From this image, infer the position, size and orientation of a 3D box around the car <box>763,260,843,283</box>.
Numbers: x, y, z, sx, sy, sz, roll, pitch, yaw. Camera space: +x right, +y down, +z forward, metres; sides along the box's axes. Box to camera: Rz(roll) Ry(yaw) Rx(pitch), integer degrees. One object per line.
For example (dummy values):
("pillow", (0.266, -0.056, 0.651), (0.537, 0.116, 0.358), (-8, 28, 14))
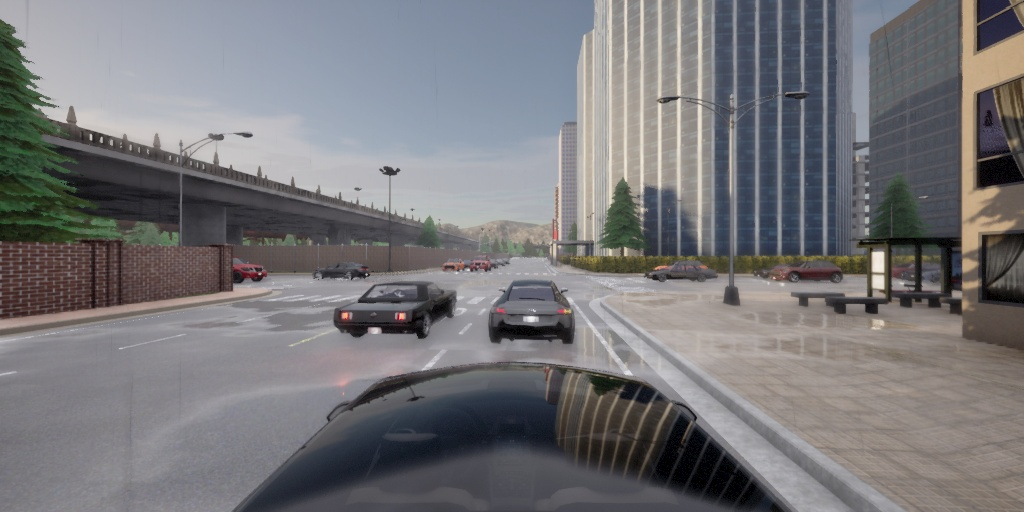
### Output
("car", (22.961, 1.157, 28.158), (4.553, 1.767, 2.097), (0, 0, 4))

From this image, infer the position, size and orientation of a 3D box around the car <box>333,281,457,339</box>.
("car", (-2.876, 1.351, 10.091), (1.895, 1.301, 4.718), (0, 0, 3))

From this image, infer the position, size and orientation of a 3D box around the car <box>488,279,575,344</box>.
("car", (0.557, 1.314, 9.633), (1.994, 1.385, 4.181), (0, 0, 4))

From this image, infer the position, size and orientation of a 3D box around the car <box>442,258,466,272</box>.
("car", (-7.534, 1.102, 46.595), (2.097, 1.767, 4.553), (0, 0, 5))

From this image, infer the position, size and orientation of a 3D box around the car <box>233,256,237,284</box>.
("car", (-22.268, 1.027, 24.244), (5.566, 2.045, 2.150), (0, 0, 4))

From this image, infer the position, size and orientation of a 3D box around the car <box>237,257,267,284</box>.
("car", (-22.133, 1.027, 27.750), (5.566, 2.045, 2.150), (0, 0, 4))

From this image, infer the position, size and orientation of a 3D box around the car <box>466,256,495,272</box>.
("car", (-4.000, 0.971, 46.553), (2.150, 2.045, 5.566), (0, 0, 4))

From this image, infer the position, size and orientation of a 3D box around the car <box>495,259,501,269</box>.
("car", (-3.282, 1.228, 56.529), (1.882, 1.535, 5.008), (0, 0, 4))

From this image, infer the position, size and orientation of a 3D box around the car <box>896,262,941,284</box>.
("car", (32.802, 1.369, 27.422), (4.181, 1.385, 1.994), (0, 0, 4))

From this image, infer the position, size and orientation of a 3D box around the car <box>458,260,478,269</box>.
("car", (-6.815, 1.297, 56.036), (2.033, 1.411, 5.357), (0, 0, 5))

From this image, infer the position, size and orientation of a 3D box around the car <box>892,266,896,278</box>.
("car", (34.489, 1.283, 30.801), (5.008, 1.535, 1.882), (0, 0, 5))

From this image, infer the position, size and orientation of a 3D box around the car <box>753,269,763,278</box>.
("car", (24.491, 1.353, 31.556), (5.357, 1.411, 2.033), (0, 0, 4))

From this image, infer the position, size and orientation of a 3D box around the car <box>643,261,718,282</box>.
("car", (13.507, 1.353, 28.853), (5.357, 1.411, 2.033), (0, 0, 4))

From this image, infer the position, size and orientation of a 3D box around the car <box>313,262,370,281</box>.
("car", (-14.586, 1.304, 30.658), (4.892, 1.490, 1.837), (0, -2, 13))
